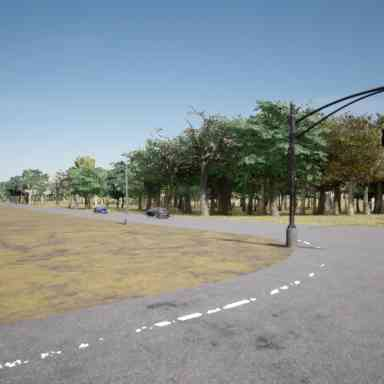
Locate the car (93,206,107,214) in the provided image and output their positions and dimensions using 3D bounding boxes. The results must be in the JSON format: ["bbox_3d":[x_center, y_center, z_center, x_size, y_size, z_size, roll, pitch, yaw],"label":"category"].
[{"bbox_3d":[-18.537,3.614,66.905,1.812,1.442,4.674,1,-2,-33],"label":"car"}]

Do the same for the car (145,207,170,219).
[{"bbox_3d":[-4.805,2.828,45.943,2.128,1.511,4.902,1,-2,-33],"label":"car"}]
